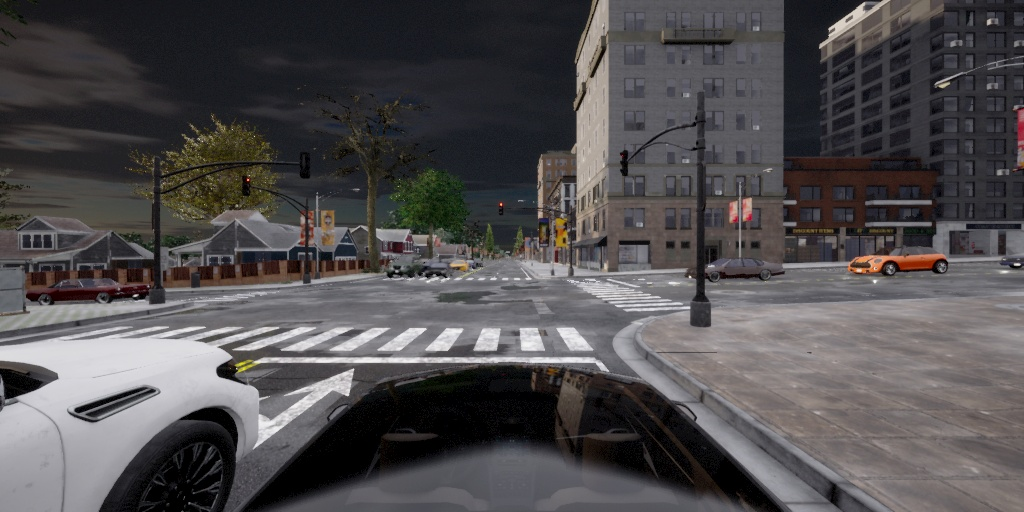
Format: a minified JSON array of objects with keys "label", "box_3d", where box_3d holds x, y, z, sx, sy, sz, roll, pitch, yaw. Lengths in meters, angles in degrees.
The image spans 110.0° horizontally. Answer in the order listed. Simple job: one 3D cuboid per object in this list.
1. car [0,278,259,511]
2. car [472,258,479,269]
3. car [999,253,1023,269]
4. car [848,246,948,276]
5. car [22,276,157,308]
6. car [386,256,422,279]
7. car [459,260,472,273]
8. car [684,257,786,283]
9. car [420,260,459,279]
[{"label":"car","box_3d":[-3.146,0.972,0.545,2.150,2.045,5.566,0,0,0]},{"label":"car","box_3d":[-6.642,1.330,56.036,1.812,1.442,4.674,0,0,0]},{"label":"car","box_3d":[33.567,0.038,21.943,5.357,1.411,2.033,-2,0,0]},{"label":"car","box_3d":[23.427,0.218,21.911,4.553,1.767,2.097,-2,0,0]},{"label":"car","box_3d":[-21.638,1.807,18.524,4.718,1.301,1.895,-2,0,0]},{"label":"car","box_3d":[-9.876,0.986,33.536,2.150,2.045,5.566,0,0,0]},{"label":"car","box_3d":[-6.638,1.257,45.239,1.882,1.535,5.008,0,0,0]},{"label":"car","box_3d":[13.507,0.793,21.879,5.357,1.411,2.033,-2,0,0]},{"label":"car","box_3d":[-6.624,1.312,33.282,2.033,1.411,5.357,0,0,0]}]
